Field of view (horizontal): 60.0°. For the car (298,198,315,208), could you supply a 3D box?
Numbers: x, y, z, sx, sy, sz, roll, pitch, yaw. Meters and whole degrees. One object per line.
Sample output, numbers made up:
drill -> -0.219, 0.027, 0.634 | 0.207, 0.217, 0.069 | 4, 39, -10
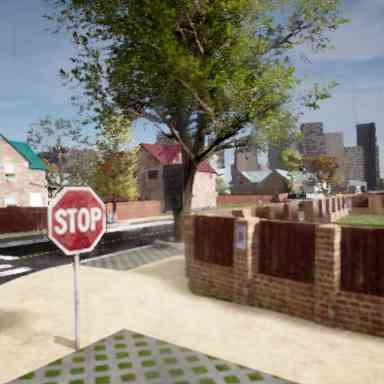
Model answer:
car -> 15.092, 1.368, 43.047 | 1.895, 1.301, 4.718 | -2, -1, 32
